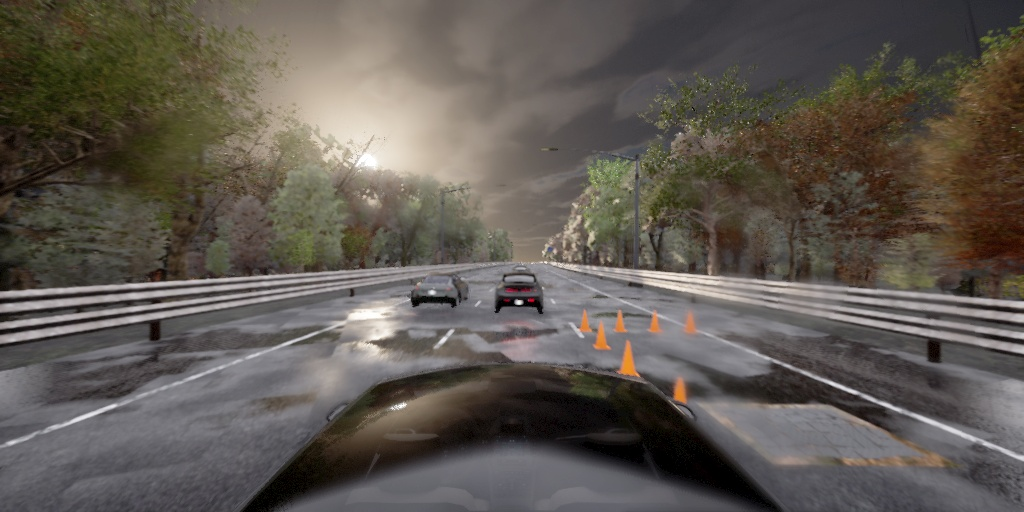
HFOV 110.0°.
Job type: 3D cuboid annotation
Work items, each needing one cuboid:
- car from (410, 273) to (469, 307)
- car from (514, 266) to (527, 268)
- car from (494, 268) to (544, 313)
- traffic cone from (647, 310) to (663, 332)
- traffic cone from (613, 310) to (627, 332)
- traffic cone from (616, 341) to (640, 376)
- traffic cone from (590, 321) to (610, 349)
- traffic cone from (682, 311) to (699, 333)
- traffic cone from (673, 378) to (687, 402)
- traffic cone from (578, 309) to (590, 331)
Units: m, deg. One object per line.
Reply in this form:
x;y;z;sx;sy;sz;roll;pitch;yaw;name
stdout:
-3.166;1.460;16.402;1.994;1.385;4.181;1;-1;1;car
0.895;1.703;37.090;1.812;1.442;4.674;1;-1;2;car
0.298;1.419;15.088;1.837;1.490;4.892;1;-1;1;car
4.083;1.850;10.248;0.340;0.580;0.340;0;0;1;traffic cone
3.083;1.840;10.262;0.340;0.580;0.340;0;0;1;traffic cone
2.030;1.781;6.276;0.340;0.580;0.340;0;0;1;traffic cone
2.057;1.806;8.276;0.340;0.580;0.340;0;0;1;traffic cone
5.083;1.860;10.235;0.340;0.580;0.340;0;0;1;traffic cone
2.003;1.757;4.276;0.340;0.580;0.340;0;0;1;traffic cone
2.083;1.830;10.275;0.340;0.580;0.340;0;0;1;traffic cone
